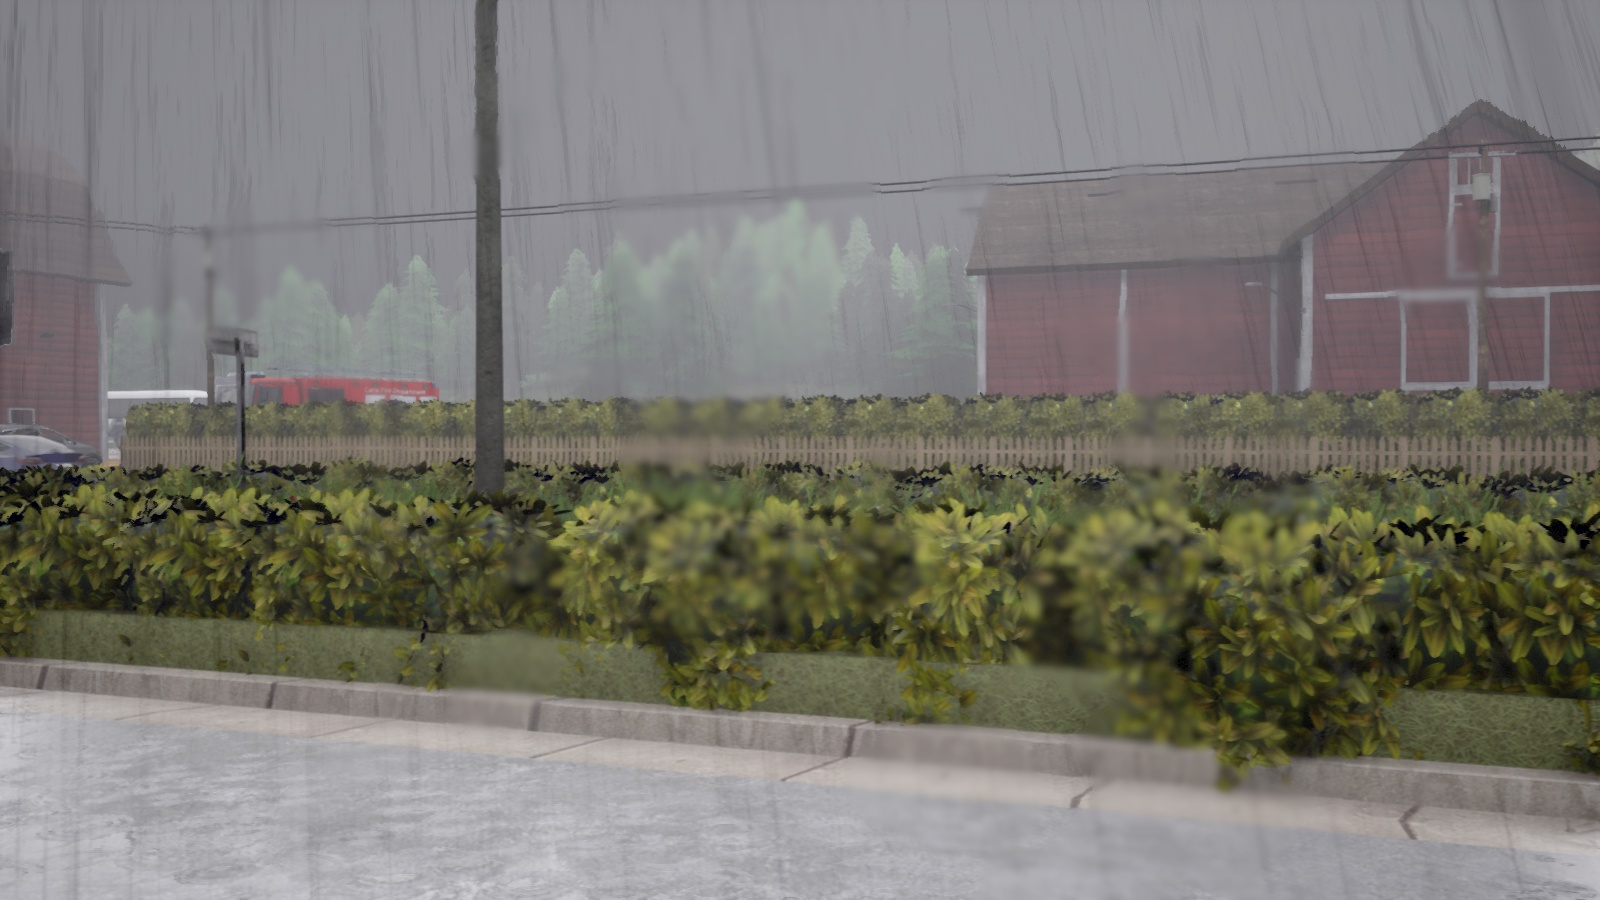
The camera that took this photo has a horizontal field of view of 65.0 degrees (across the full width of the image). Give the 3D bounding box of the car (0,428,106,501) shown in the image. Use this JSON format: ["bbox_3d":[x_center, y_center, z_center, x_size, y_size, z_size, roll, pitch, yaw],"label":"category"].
[{"bbox_3d":[-17.988,0.261,27.575,4.792,1.488,2.163,1,1,19],"label":"car"}]

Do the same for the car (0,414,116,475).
[{"bbox_3d":[-22.808,-0.190,37.071,2.242,1.667,4.611,0,1,9],"label":"car"}]

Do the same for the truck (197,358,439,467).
[{"bbox_3d":[-18.411,-1.406,48.583,2.891,3.827,8.468,1,1,38],"label":"truck"}]
